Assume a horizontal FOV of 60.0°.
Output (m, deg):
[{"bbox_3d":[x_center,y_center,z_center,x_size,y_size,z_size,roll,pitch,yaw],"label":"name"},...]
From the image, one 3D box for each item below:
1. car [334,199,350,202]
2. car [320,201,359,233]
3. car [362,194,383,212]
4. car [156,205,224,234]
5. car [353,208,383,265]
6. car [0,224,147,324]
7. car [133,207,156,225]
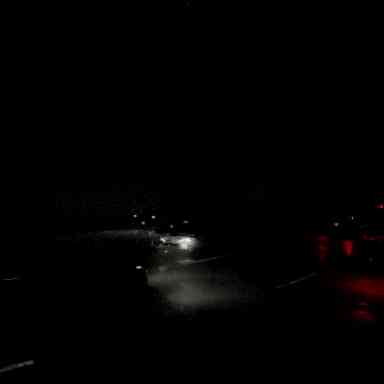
[{"bbox_3d":[19.354,1.560,42.928,1.994,1.385,4.181,0,0,13],"label":"car"},{"bbox_3d":[8.831,1.524,19.792,1.812,1.442,4.674,0,0,29],"label":"car"},{"bbox_3d":[15.124,1.216,26.367,2.150,2.045,5.566,0,0,17],"label":"car"},{"bbox_3d":[0.237,1.524,19.354,1.812,1.442,4.674,0,0,34],"label":"car"},{"bbox_3d":[7.047,1.477,10.885,1.882,1.535,5.008,0,0,40],"label":"car"},{"bbox_3d":[-3.092,1.525,6.049,4.674,1.442,1.812,0,0,-35],"label":"car"},{"bbox_3d":[-1.825,1.599,22.360,1.895,1.301,4.718,0,0,32],"label":"car"}]
